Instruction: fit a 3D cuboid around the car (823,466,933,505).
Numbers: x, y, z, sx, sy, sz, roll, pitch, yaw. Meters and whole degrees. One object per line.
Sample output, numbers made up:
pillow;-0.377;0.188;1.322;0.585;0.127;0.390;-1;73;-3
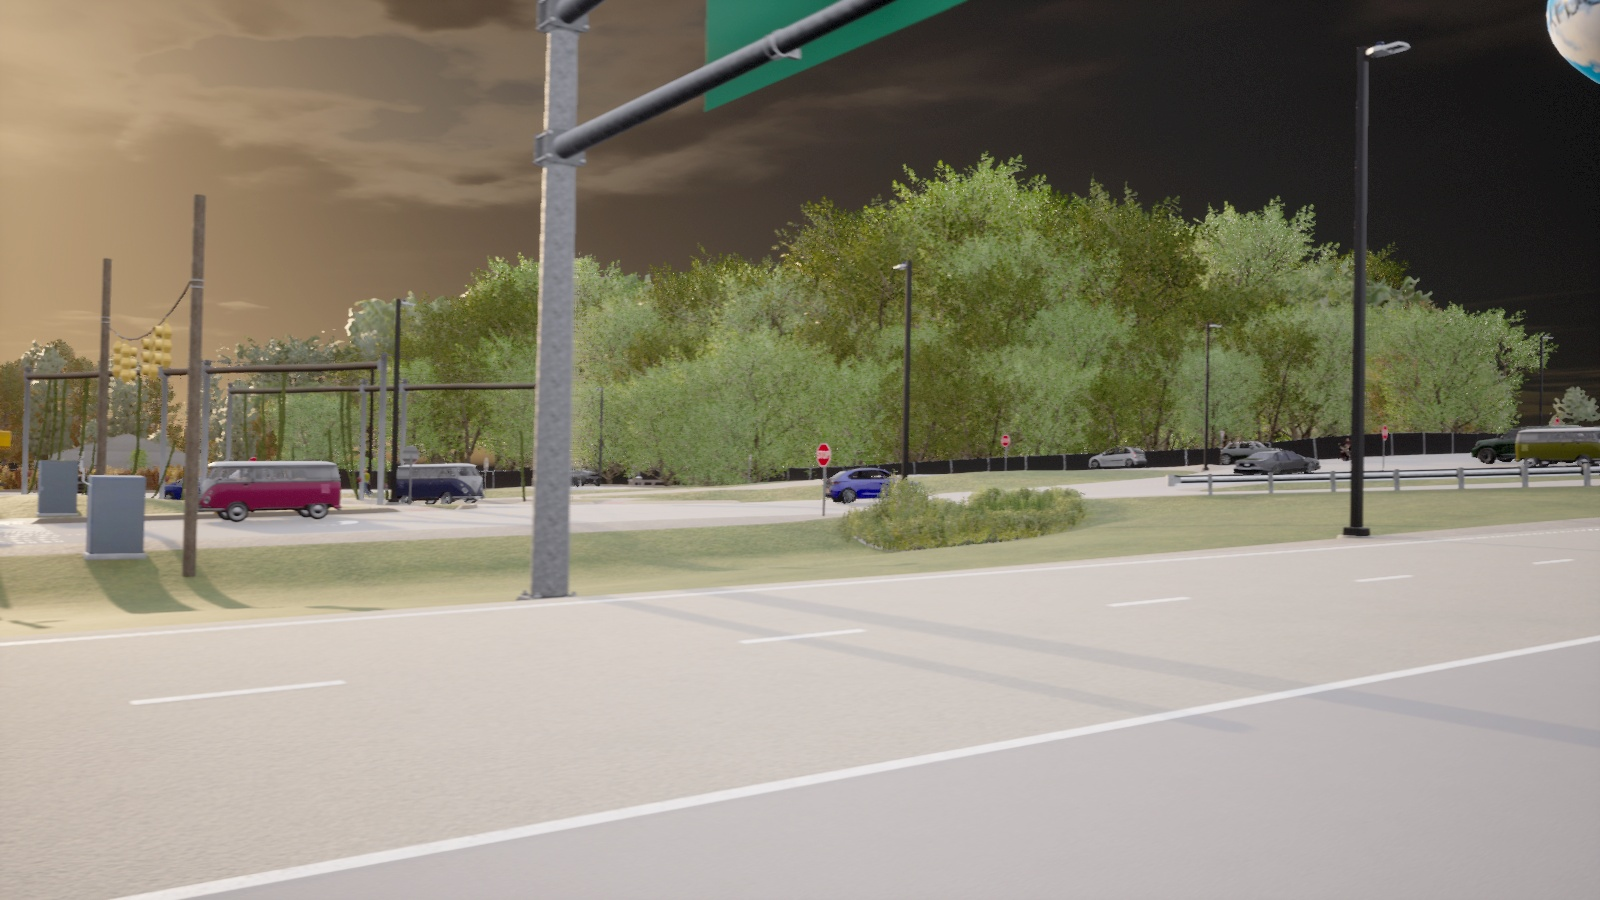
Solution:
car;3.217;1.455;52.279;4.193;1.474;1.816;-1;0;-13

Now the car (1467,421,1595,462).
car;39.519;-0.439;68.057;2.150;2.045;5.566;-3;1;-33

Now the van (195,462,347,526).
van;-17.776;1.436;42.274;4.442;1.987;1.775;-1;0;-36

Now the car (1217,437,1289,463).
car;28.831;0.028;79.975;3.806;1.475;1.970;-3;-1;42

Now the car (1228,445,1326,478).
car;25.014;0.578;65.800;5.357;1.411;2.033;-4;2;-34

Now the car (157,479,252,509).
car;-31.188;2.296;65.696;5.008;1.535;1.882;-1;-2;28

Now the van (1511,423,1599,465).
van;38.660;-0.284;63.366;1.775;1.987;4.442;-3;1;-34

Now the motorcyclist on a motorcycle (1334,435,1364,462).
motorcyclist on a motorcycle;33.752;-0.099;77.211;0.866;1.530;2.191;-3;1;1

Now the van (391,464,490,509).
van;-16.508;1.690;57.641;4.442;1.987;1.775;-2;-2;30

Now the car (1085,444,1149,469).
car;22.775;0.467;90.297;3.988;1.617;1.851;-3;-3;43
